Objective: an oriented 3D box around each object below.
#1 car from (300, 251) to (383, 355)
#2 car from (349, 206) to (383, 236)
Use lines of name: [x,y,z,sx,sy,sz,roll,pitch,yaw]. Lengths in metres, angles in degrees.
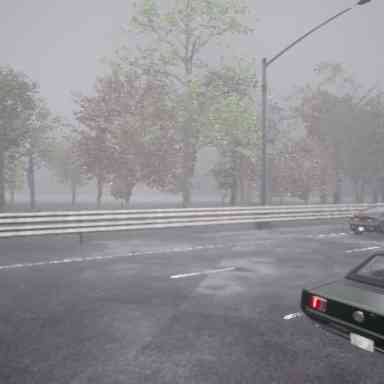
car: [4.037,1.604,5.312,4.718,1.301,1.895,0,0,-31]
car: [10.109,1.505,16.994,4.892,1.490,1.837,0,0,-30]
